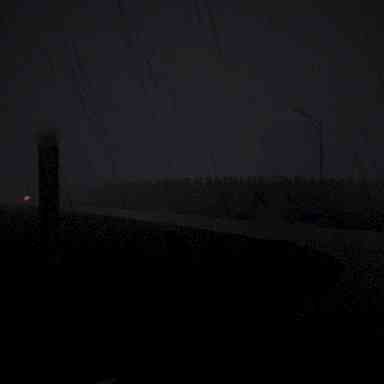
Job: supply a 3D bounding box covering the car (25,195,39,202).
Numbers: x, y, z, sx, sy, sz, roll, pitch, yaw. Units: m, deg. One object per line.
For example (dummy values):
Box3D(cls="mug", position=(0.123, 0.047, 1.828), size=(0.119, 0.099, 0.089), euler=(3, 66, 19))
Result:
Box3D(cls="car", position=(-40.370, 1.883, 84.743), size=(1.895, 1.301, 4.718), euler=(-1, 0, -36))
